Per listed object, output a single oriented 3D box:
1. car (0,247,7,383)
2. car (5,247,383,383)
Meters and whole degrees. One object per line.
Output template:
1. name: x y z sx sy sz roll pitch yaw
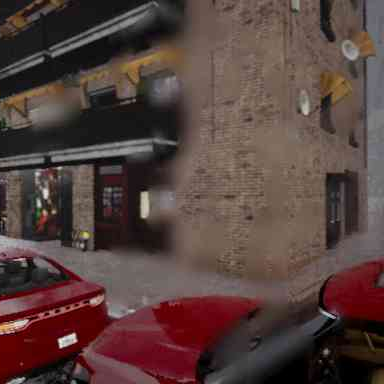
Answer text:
1. car: -3.205 1.512 5.016 4.507 1.381 1.887 0 0 35
2. car: 1.407 1.317 1.731 5.009 1.841 2.192 0 0 35
